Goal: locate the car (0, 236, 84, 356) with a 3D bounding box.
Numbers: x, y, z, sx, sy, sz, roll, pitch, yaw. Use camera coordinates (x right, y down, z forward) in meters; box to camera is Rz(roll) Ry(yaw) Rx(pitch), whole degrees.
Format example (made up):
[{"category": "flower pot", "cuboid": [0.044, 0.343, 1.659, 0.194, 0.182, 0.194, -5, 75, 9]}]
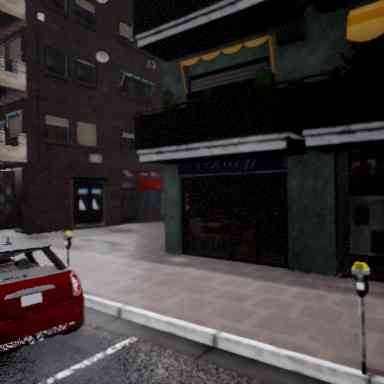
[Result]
[{"category": "car", "cuboid": [-3.690, 1.440, 5.496, 4.097, 1.590, 1.967, 0, -1, 35]}]
